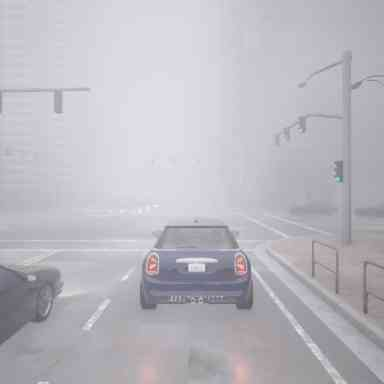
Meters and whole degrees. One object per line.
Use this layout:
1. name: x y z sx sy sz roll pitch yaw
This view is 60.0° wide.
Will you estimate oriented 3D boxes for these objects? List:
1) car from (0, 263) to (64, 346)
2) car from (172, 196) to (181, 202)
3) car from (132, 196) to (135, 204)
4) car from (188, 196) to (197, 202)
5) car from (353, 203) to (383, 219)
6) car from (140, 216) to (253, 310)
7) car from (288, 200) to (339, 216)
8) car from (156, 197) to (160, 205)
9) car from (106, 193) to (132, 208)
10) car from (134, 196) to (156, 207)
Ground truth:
1. car: -3.414 1.547 4.142 2.033 1.411 5.357 0 0 -1
2. car: -3.383 1.465 72.231 2.033 1.411 5.357 0 0 0
3. car: -10.481 1.505 58.088 1.837 1.490 4.892 0 0 0
4. car: 0.123 1.553 72.632 1.994 1.385 4.181 0 0 0
5. car: 16.502 1.601 28.634 4.718 1.301 1.895 0 0 1
6. car: 0.092 1.352 8.000 2.097 1.767 4.553 0 0 0
7. car: 11.708 1.526 32.177 4.674 1.442 1.812 0 0 1
8. car: -6.972 1.601 60.367 1.895 1.301 4.718 0 0 0
9. car: -10.519 1.352 48.143 2.097 1.767 4.553 0 0 0
10. car: -7.013 1.564 50.406 1.994 1.385 4.181 0 0 0
